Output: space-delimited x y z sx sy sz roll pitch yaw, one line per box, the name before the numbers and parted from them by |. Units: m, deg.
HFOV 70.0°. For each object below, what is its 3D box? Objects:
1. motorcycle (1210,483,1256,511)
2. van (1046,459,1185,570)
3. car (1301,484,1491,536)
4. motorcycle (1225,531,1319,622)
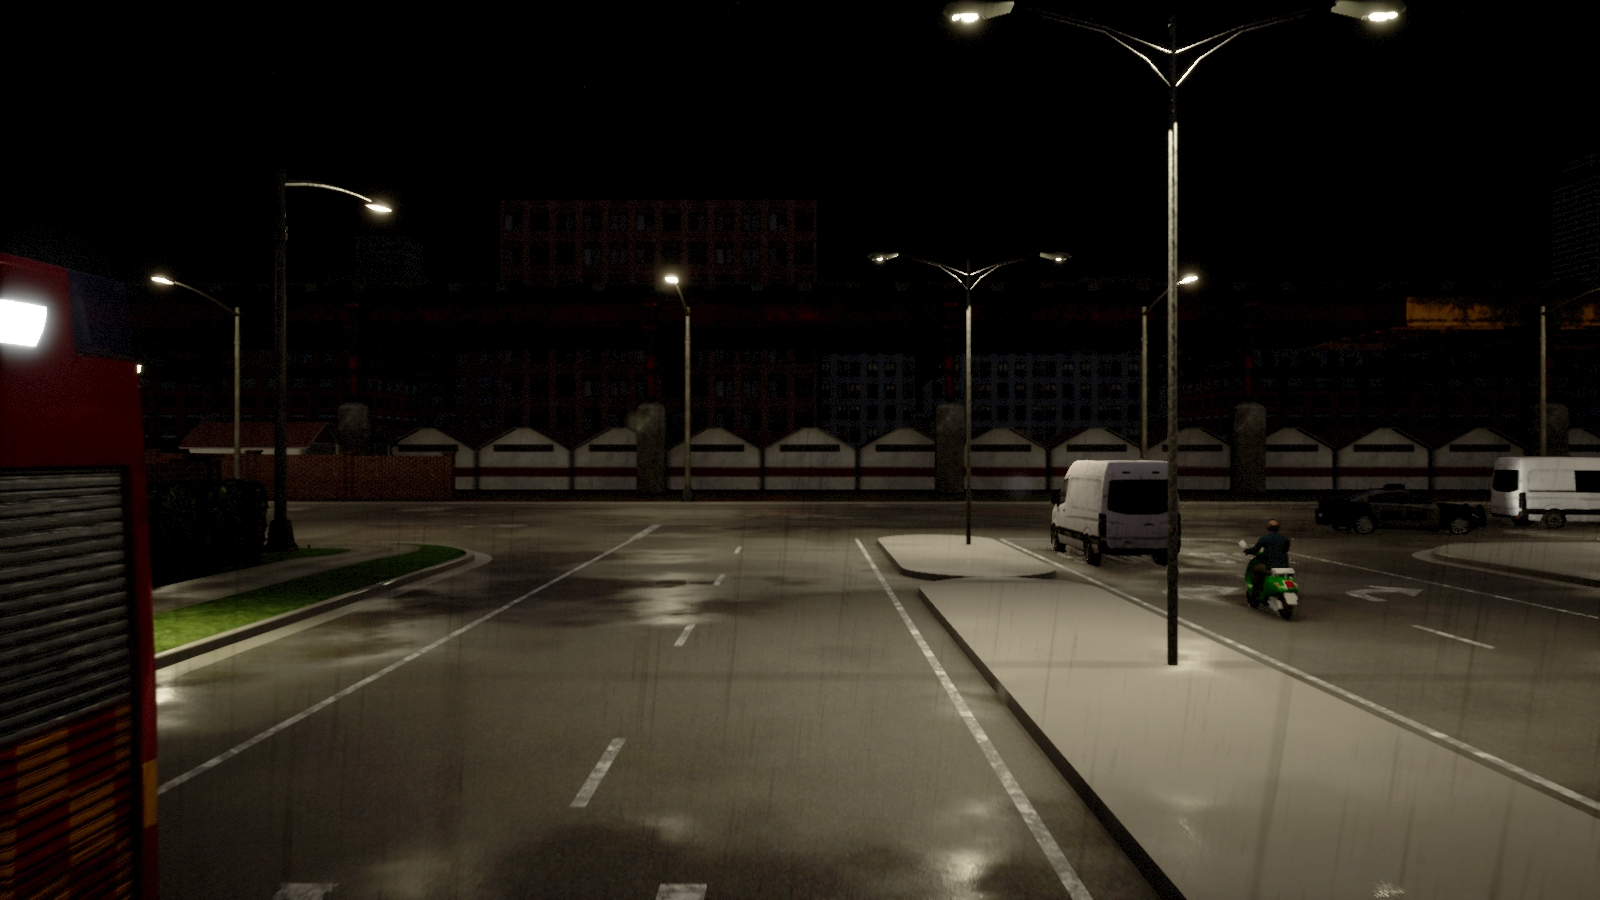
motorcycle | 20.076 2.178 52.968 1.805 1.236 0.856 0 0 0
van | 8.029 1.533 29.713 1.988 2.561 5.915 0 0 0
car | 19.888 1.980 38.325 5.238 1.638 2.097 0 0 3
motorcycle | 8.003 2.128 19.475 0.856 1.341 1.805 0 0 0
